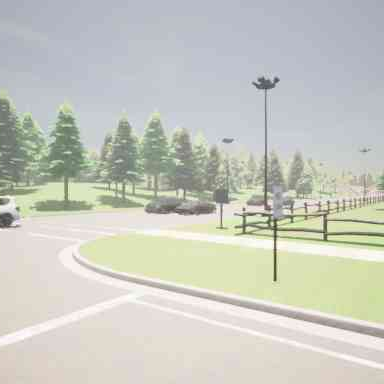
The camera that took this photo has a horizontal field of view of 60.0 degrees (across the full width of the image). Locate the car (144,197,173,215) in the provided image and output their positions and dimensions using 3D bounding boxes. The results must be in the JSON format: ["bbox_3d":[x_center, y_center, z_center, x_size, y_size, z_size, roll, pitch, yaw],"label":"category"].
[{"bbox_3d":[-2.901,1.379,34.923,2.097,1.767,4.553,0,0,35],"label":"car"}]

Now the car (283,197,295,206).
[{"bbox_3d":[15.120,1.570,54.343,2.033,1.411,5.357,0,0,35],"label":"car"}]

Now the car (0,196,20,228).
[{"bbox_3d":[-13.369,1.251,20.033,2.150,2.045,5.566,0,0,35],"label":"car"}]

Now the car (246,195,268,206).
[{"bbox_3d":[10.513,1.378,53.923,2.097,1.767,4.553,0,0,36],"label":"car"}]

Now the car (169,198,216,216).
[{"bbox_3d":[0.427,1.570,33.576,2.033,1.411,5.357,0,0,35],"label":"car"}]
